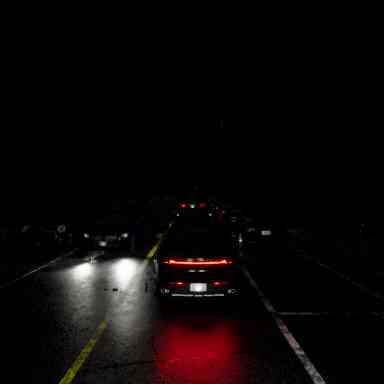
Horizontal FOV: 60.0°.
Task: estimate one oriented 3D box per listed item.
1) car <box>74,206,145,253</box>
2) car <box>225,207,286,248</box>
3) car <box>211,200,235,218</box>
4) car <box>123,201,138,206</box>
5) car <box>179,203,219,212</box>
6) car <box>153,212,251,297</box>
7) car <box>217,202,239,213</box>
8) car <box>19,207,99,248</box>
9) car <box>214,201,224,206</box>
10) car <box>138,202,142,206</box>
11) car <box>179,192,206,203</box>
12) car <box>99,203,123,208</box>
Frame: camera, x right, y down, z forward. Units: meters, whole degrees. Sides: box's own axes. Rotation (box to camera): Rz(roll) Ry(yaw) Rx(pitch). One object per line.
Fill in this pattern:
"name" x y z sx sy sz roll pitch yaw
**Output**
"car" -3.069 1.524 13.826 1.812 1.442 4.674 0 0 0
"car" 2.776 1.564 14.497 1.947 1.339 4.313 -1 0 0
"car" 2.806 1.543 31.013 1.887 1.381 4.507 -1 0 0
"car" -5.729 1.549 25.523 2.008 1.369 4.403 -1 0 0
"car" 0.126 1.545 18.266 2.033 1.411 5.357 0 0 0
"car" 0.117 1.503 8.528 1.837 1.490 4.892 0 0 0
"car" 2.786 1.543 20.002 1.887 1.381 4.507 -1 0 0
"car" -5.750 1.438 14.512 1.967 1.590 4.097 -1 0 0
"car" 2.796 1.543 25.508 1.887 1.381 4.507 -1 0 0
"car" -5.719 1.544 31.029 1.887 1.381 4.507 -1 0 0
"car" 0.050 1.220 28.511 2.150 2.045 5.566 0 0 0
"car" -5.739 1.564 20.018 1.947 1.339 4.313 -1 0 0
